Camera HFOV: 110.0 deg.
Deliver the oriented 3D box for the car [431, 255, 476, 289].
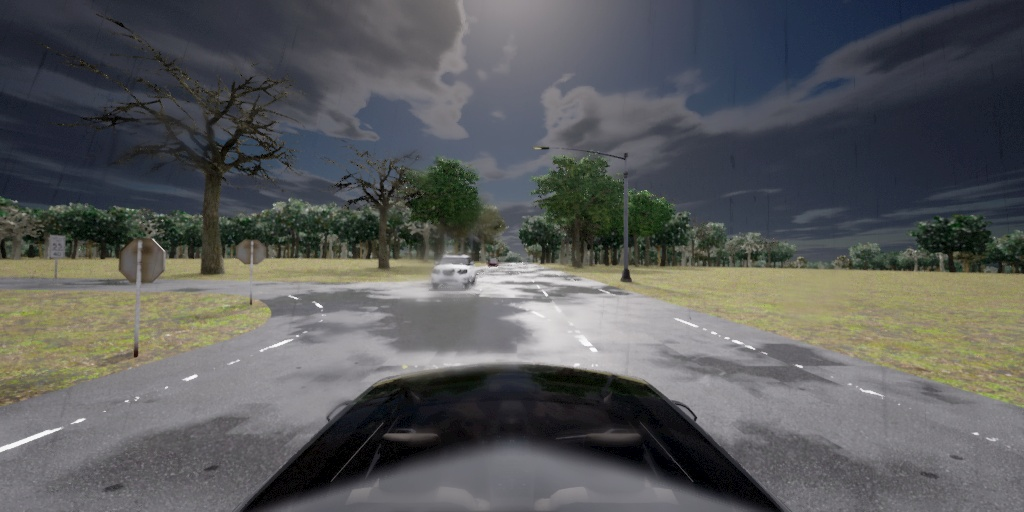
[{"bbox_3d":[-3.535,0.929,22.705,2.150,2.045,5.566,1,-1,0],"label":"car"}]
